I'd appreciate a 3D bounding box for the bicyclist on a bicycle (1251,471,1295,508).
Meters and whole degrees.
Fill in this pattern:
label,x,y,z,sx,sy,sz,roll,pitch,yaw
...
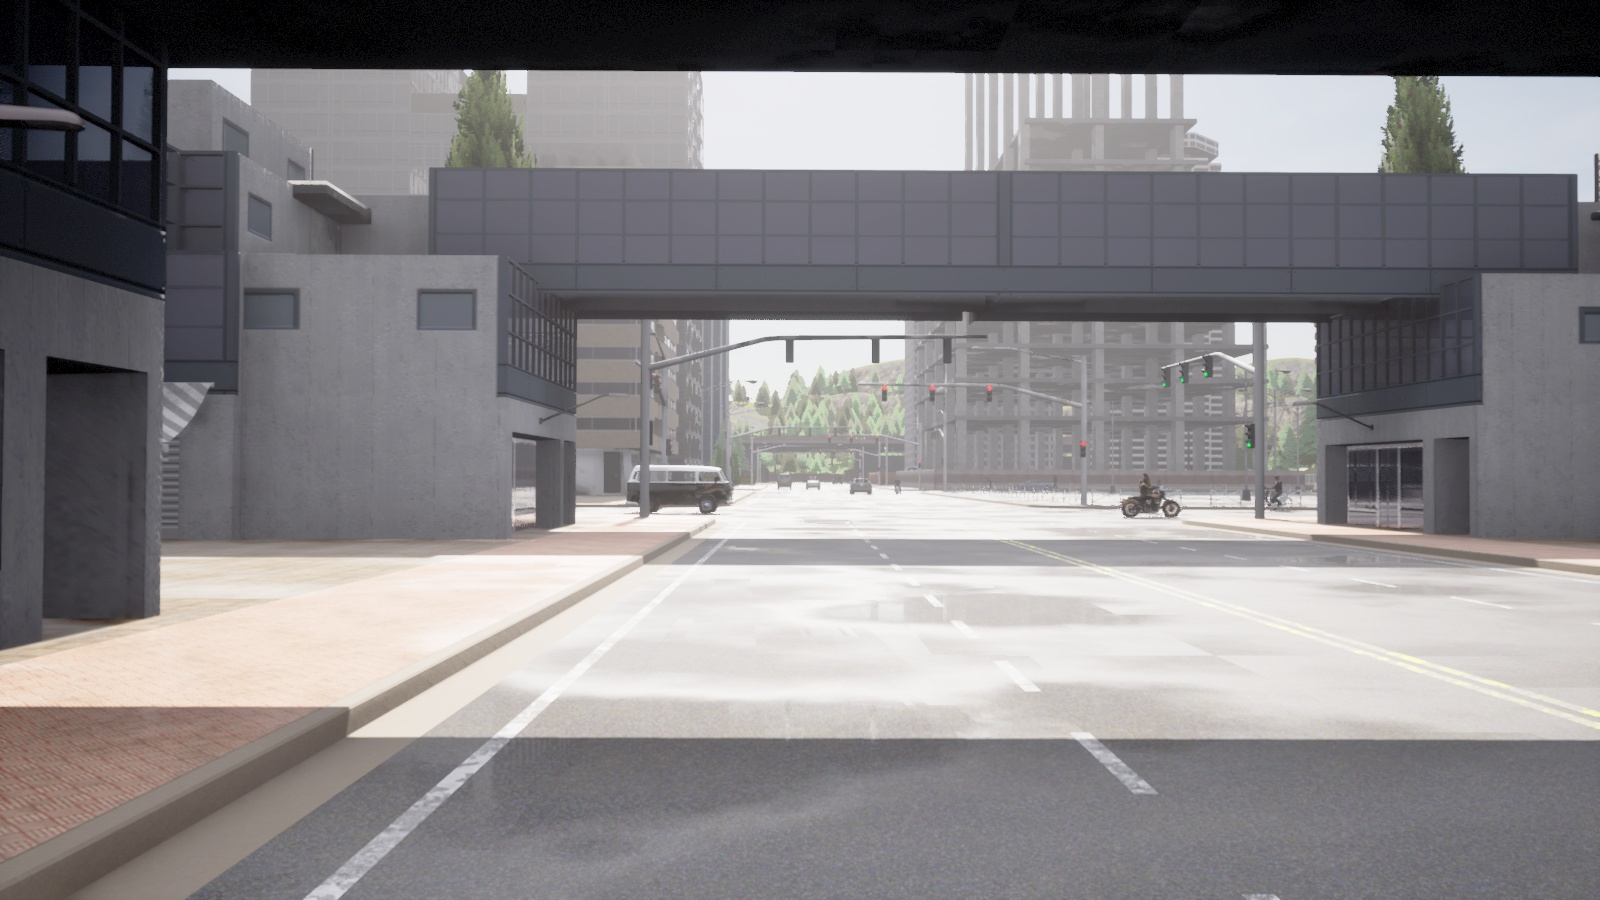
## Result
label,x,y,z,sx,sy,sz,roll,pitch,yaw
bicyclist on a bicycle,22.651,1.896,60.151,1.843,1.776,0.659,0,-1,0

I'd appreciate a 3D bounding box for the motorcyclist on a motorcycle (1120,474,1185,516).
label,x,y,z,sx,sy,sz,roll,pitch,yaw
motorcyclist on a motorcycle,13.919,1.784,49.638,2.350,1.649,0.766,0,-1,-1

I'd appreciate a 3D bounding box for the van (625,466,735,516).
label,x,y,z,sx,sy,sz,roll,pitch,yaw
van,-5.001,1.703,52.856,4.480,2.038,2.069,0,-1,-1
